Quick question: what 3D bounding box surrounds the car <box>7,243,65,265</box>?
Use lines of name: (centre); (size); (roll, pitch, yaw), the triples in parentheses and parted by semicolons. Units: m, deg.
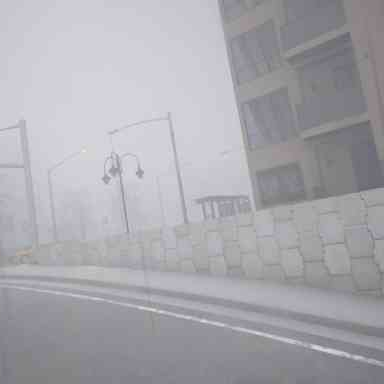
car: (-13.700, 5.364, 29.563); (1.882, 1.535, 5.008); (-14, -8, 35)

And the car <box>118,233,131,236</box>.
car: (-7.859, 5.458, 37.496); (1.895, 1.301, 4.718); (-14, -8, 35)
